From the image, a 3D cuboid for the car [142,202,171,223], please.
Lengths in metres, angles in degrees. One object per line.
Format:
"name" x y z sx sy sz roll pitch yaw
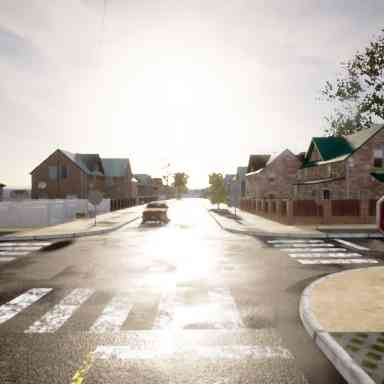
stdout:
"car" -2.732 1.519 26.027 1.882 1.535 5.008 0 0 0
